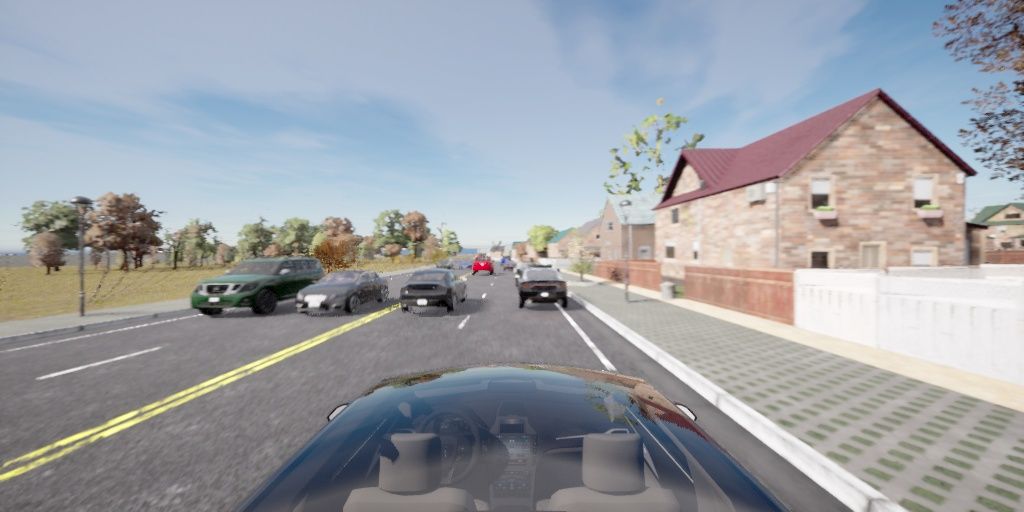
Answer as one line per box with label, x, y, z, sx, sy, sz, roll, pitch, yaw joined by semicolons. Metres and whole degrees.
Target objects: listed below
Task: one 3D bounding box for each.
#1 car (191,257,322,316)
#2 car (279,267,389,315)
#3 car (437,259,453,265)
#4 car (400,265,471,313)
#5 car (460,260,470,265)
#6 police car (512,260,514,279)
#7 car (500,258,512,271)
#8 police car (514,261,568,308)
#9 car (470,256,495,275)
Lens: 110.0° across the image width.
car;-9.664;1.073;14.409;2.150;2.045;5.566;-1;0;0
car;-6.415;1.308;14.109;2.128;1.511;4.902;-1;0;0
car;-10.270;1.230;55.104;2.097;1.767;4.553;-1;0;-2
car;-2.960;1.284;14.280;1.837;1.490;4.892;-1;0;0
car;-7.023;1.365;55.197;1.812;1.442;4.674;-1;0;-2
police car;1.174;1.161;25.408;1.930;1.638;5.238;-1;0;0
car;-0.255;1.306;49.574;2.033;1.411;5.357;-1;0;-2
police car;1.179;1.161;15.341;1.930;1.638;5.238;-1;0;0
car;-3.159;1.008;40.264;2.150;2.045;5.566;-1;0;-1
